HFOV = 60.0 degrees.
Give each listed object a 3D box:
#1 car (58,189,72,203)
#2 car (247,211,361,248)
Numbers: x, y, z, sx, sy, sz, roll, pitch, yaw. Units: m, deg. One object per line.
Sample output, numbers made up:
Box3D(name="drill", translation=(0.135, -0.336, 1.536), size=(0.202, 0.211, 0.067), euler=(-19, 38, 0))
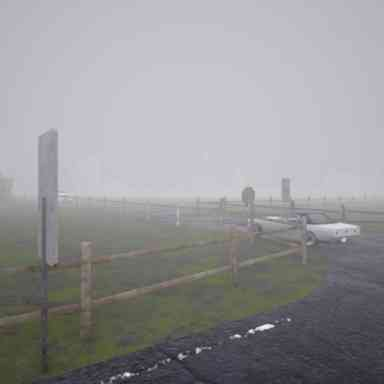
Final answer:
Box3D(name="car", translation=(-19.655, 0.553, 49.413), size=(2.150, 2.045, 5.566), euler=(0, 1, -37))
Box3D(name="car", translation=(4.576, 1.492, 14.465), size=(1.895, 1.301, 4.718), euler=(0, 1, -32))
